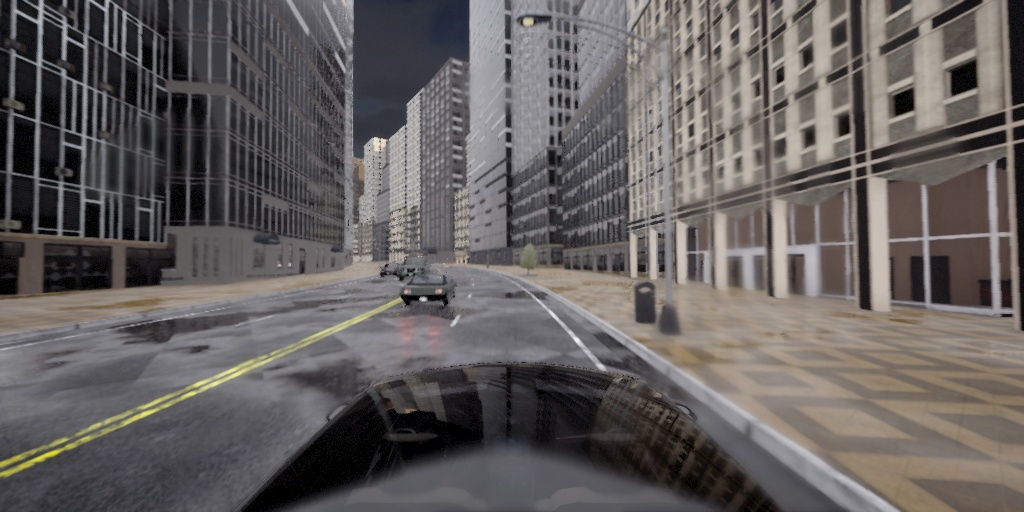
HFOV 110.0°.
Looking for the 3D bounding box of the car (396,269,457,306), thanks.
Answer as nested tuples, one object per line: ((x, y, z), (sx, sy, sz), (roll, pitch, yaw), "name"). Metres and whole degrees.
((-3.618, 1.440, 16.369), (1.895, 1.301, 4.718), (0, 0, -3), "car")

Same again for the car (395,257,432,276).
((-8.516, 1.151, 31.712), (2.150, 2.045, 5.566), (0, 0, -7), "car")

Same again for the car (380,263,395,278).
((-12.692, 1.479, 38.020), (1.837, 1.490, 4.892), (0, -1, -9), "car")
